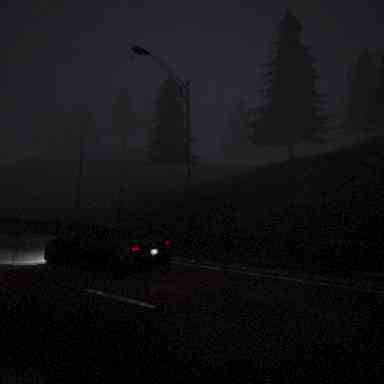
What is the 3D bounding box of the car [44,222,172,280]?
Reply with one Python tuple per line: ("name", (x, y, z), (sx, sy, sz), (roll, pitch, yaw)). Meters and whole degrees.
("car", (-2.649, 1.607, 10.173), (4.181, 1.385, 1.994), (-1, 0, 35))
